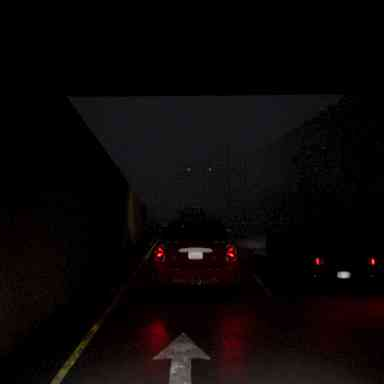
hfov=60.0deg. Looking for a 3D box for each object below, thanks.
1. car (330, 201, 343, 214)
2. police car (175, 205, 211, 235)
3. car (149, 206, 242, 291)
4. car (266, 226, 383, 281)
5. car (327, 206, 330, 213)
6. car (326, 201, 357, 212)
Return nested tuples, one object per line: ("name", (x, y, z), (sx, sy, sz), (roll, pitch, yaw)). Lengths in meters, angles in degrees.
("car", (17.409, 1.769, 34.356), (2.038, 1.542, 4.974), (0, -1, -35))
("police car", (0.054, 1.702, 21.407), (2.038, 1.542, 4.974), (0, -1, 0))
("car", (0.082, 1.439, 9.417), (2.097, 1.767, 4.553), (0, -1, 0))
("car", (3.599, 1.695, 10.110), (1.895, 1.301, 4.718), (0, -1, 0))
("car", (17.510, 1.812, 38.963), (2.038, 1.542, 4.974), (-1, -1, 45))
("car", (17.546, 1.654, 39.001), (1.853, 1.218, 4.536), (-1, -1, 45))
